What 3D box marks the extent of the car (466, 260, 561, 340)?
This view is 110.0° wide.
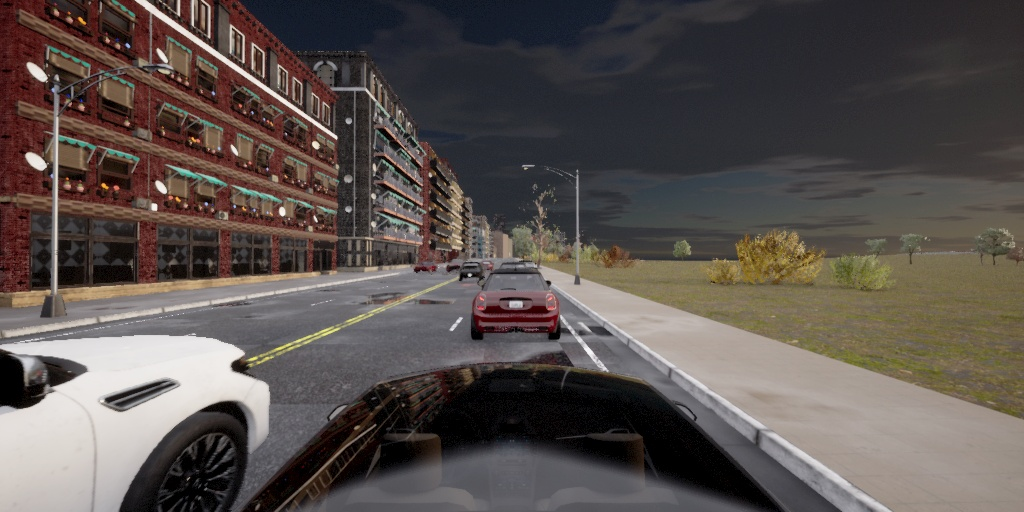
[{"bbox_3d":[0.081,1.102,10.133,2.097,1.767,4.553,0,0,0],"label":"car"}]

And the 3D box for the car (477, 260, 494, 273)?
[{"bbox_3d":[-3.209,1.274,44.787,1.812,1.442,4.674,0,0,0],"label":"car"}]

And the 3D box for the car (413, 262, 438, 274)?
[{"bbox_3d":[-9.906,1.349,41.358,1.895,1.301,4.718,0,0,0],"label":"car"}]

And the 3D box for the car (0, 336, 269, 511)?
[{"bbox_3d":[-3.152,0.969,0.676,2.150,2.045,5.566,0,0,0],"label":"car"}]

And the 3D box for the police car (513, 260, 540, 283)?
[{"bbox_3d":[1.098,1.176,29.401,1.930,1.638,5.238,0,0,0],"label":"police car"}]

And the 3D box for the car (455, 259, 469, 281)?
[{"bbox_3d":[-3.189,1.250,29.545,1.837,1.490,4.892,0,-2,0],"label":"car"}]

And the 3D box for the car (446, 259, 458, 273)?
[{"bbox_3d":[-6.658,1.100,43.664,2.097,1.767,4.553,0,0,0],"label":"car"}]
